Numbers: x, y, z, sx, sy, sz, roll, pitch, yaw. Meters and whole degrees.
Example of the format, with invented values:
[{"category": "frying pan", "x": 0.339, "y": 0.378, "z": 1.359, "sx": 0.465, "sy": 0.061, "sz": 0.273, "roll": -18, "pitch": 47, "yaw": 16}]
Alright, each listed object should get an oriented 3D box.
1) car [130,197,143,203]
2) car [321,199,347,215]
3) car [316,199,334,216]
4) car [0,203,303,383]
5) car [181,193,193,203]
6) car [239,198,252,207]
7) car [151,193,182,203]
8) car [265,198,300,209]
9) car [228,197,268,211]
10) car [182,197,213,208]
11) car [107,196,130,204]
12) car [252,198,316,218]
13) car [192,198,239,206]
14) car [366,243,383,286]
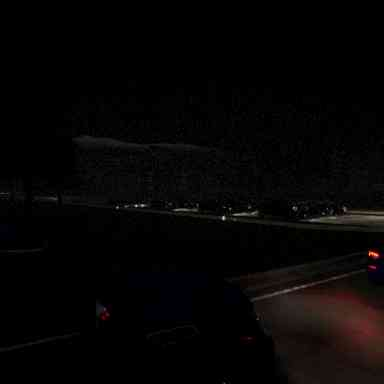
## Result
[{"category": "car", "x": -10.492, "y": 1.608, "z": 60.308, "sx": 1.994, "sy": 1.385, "sz": 4.181, "roll": 0, "pitch": 0, "yaw": -36}, {"category": "car", "x": 13.119, "y": 1.492, "z": 33.607, "sx": 2.128, "sy": 1.511, "sz": 4.902, "roll": 0, "pitch": 0, "yaw": -36}, {"category": "car", "x": 10.404, "y": 1.601, "z": 31.388, "sx": 1.895, "sy": 1.301, "sz": 4.718, "roll": 0, "pitch": 0, "yaw": -36}, {"category": "car", "x": -1.855, "y": 1.221, "z": 2.422, "sx": 5.566, "sy": 2.045, "sz": 2.150, "roll": 0, "pitch": 0, "yaw": -35}, {"category": "car", "x": -1.567, "y": 1.222, "z": 47.800, "sx": 2.150, "sy": 2.045, "sz": 5.566, "roll": 0, "pitch": 0, "yaw": -36}, {"category": "car", "x": 4.940, "y": 1.492, "z": 38.863, "sx": 2.128, "sy": 1.511, "sz": 4.902, "roll": 0, "pitch": 0, "yaw": -36}, {"category": "car", "x": -3.759, "y": 1.352, "z": 44.859, "sx": 2.097, "sy": 1.767, "sz": 4.553, "roll": 0, "pitch": 0, "yaw": -36}, {"category": "car", "x": 12.937, "y": 1.601, "z": 47.744, "sx": 1.895, "sy": 1.301, "sz": 4.718, "roll": 0, "pitch": 0, "yaw": -36}, {"category": "car", "x": 6.985, "y": 1.492, "z": 41.998, "sx": 2.128, "sy": 1.511, "sz": 4.902, "roll": 0, "pitch": 0, "yaw": -36}, {"category": "car", "x": 0.762, "y": 1.547, "z": 50.544, "sx": 2.033, "sy": 1.411, "sz": 5.357, "roll": 0, "pitch": 0, "yaw": -36}, {"category": "car", "x": -13.265, "y": 1.485, "z": 58.168, "sx": 1.882, "sy": 1.535, "sz": 5.008, "roll": 0, "pitch": 0, "yaw": -36}, {"category": "car", "x": 7.895, "y": 1.352, "z": 28.892, "sx": 2.097, "sy": 1.767, "sz": 4.553, "roll": 0, "pitch": 0, "yaw": -36}, {"category": "car", "x": 2.499, "y": 1.505, "z": 36.273, "sx": 1.837, "sy": 1.490, "sz": 4.892, "roll": 0, "pitch": 0, "yaw": -36}, {"category": "car", "x": 6.039, "y": 1.526, "z": 8.071, "sx": 4.674, "sy": 1.442, "sz": 1.812, "roll": 0, "pitch": 0, "yaw": -35}]
